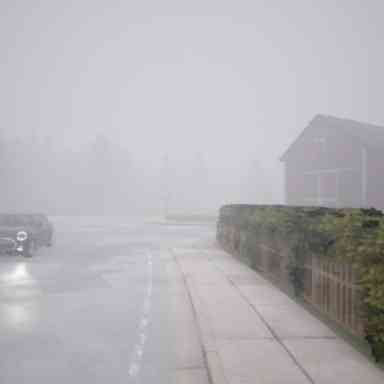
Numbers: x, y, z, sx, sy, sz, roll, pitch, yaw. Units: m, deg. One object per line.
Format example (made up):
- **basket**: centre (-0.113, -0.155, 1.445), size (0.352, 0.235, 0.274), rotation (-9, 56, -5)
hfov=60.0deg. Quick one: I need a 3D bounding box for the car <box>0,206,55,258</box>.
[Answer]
- **car**: centre (-7.283, 1.622, 13.860), size (2.097, 1.767, 4.553), rotation (1, -2, -9)
